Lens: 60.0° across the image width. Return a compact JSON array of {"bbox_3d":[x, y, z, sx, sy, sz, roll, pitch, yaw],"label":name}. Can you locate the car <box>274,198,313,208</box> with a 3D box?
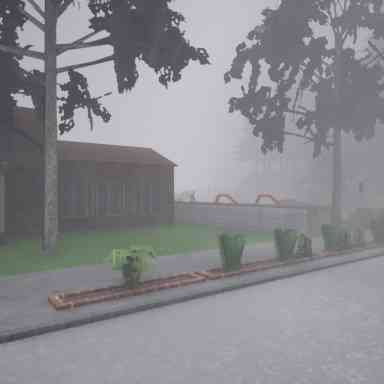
[{"bbox_3d":[11.266,1.494,36.355,1.837,1.490,4.892,0,1,-35],"label":"car"}]

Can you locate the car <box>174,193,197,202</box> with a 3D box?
[{"bbox_3d":[-1.413,1.217,54.316,2.150,2.045,5.566,0,0,-35],"label":"car"}]
